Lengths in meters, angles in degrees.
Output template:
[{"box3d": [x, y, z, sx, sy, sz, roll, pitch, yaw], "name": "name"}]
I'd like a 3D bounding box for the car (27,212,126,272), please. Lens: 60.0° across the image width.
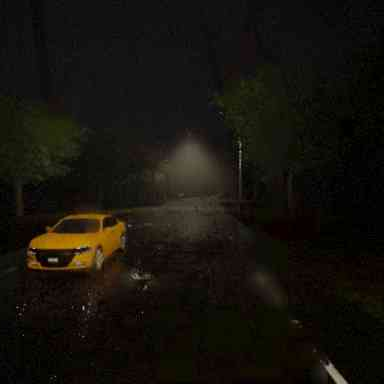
[{"box3d": [-3.513, 1.472, 10.981, 1.882, 1.535, 5.008, 0, 0, 1], "name": "car"}]
